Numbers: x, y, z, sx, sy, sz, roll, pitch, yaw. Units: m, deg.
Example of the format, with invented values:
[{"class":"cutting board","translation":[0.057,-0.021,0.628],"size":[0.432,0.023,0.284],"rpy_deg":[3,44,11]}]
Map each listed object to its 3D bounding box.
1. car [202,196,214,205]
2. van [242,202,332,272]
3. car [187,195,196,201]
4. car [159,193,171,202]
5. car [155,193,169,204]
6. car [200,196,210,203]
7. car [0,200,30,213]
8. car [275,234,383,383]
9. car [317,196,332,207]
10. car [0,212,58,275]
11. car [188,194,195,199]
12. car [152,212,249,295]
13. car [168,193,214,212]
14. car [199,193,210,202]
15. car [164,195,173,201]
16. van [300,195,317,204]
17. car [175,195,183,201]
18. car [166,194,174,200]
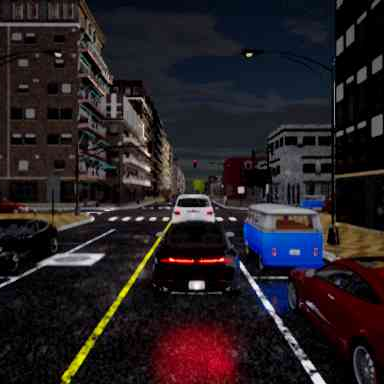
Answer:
[{"class":"car","translation":[2.634,1.400,55.374],"size":[1.752,1.417,4.829],"rpy_deg":[0,0,0]},{"class":"van","translation":[2.650,1.312,10.417],"size":[1.690,1.788,3.998],"rpy_deg":[0,0,0]},{"class":"car","translation":[-0.087,1.379,81.590],"size":[2.033,1.411,5.357],"rpy_deg":[0,0,0]},{"class":"car","translation":[-5.764,1.165,71.812],"size":[2.192,1.841,5.009],"rpy_deg":[0,0,0]},{"class":"car","translation":[-5.753,1.391,60.563],"size":[1.752,1.417,4.829],"rpy_deg":[0,0,0]},{"class":"car","translation":[2.621,1.439,66.283],"size":[1.802,1.307,4.206],"rpy_deg":[0,0,0]},{"class":"car","translation":[-17.499,1.443,31.207],"size":[4.206,1.307,1.802],"rpy_deg":[0,0,0]},{"class":"car","translation":[2.655,1.568,4.729],"size":[1.802,1.307,4.206],"rpy_deg":[0,0,0]},{"class":"car","translation":[14.889,1.267,31.322],"size":[5.009,1.841,2.192],"rpy_deg":[0,0,0]},{"class":"car","translation":[-5.698,1.536,10.434],"size":[1.947,1.339,4.313],"rpy_deg":[0,0,0]},{"class":"car","translation":[-0.098,1.314,92.040],"size":[1.895,1.301,4.718],"rpy_deg":[0,0,0]},{"class":"car","translation":[0.089,1.480,8.602],"size":[1.837,1.490,4.892],"rpy_deg":[0,0,0]},{"class":"car","translation":[0.069,1.171,18.602],"size":[2.150,2.045,5.566],"rpy_deg":[0,0,0]},{"class":"car","translation":[2.617,1.165,71.822],"size":[2.192,1.841,5.009],"rpy_deg":[0,0,0]},{"class":"car","translation":[-5.777,1.389,82.890],"size":[2.008,1.369,4.403],"rpy_deg":[0,0,0]},{"class":"van","translation":[14.857,1.310,39.702],"size":[3.998,1.788,1.690],"rpy_deg":[0,0,0]},{"class":"car","translation":[-3.086,1.430,79.621],"size":[1.895,1.301,4.718],"rpy_deg":[0,0,0]},{"class":"car","translation":[-5.783,1.358,88.260],"size":[1.752,1.417,4.829],"rpy_deg":[0,0,0]}]
